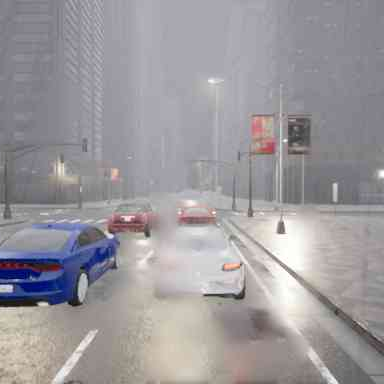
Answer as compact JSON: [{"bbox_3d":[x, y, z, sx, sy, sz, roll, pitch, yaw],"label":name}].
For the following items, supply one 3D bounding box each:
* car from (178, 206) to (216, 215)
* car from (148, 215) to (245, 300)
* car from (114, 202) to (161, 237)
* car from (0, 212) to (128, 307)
[{"bbox_3d":[0.254,1.470,17.611,1.882,1.535,5.008,0,0,0],"label":"car"},{"bbox_3d":[0.178,1.523,8.265,1.812,1.442,4.674,0,0,0],"label":"car"},{"bbox_3d":[-3.001,1.344,18.141,2.097,1.767,4.553,0,0,3],"label":"car"},{"bbox_3d":[-3.083,1.475,8.040,1.882,1.535,5.008,0,0,1],"label":"car"}]
